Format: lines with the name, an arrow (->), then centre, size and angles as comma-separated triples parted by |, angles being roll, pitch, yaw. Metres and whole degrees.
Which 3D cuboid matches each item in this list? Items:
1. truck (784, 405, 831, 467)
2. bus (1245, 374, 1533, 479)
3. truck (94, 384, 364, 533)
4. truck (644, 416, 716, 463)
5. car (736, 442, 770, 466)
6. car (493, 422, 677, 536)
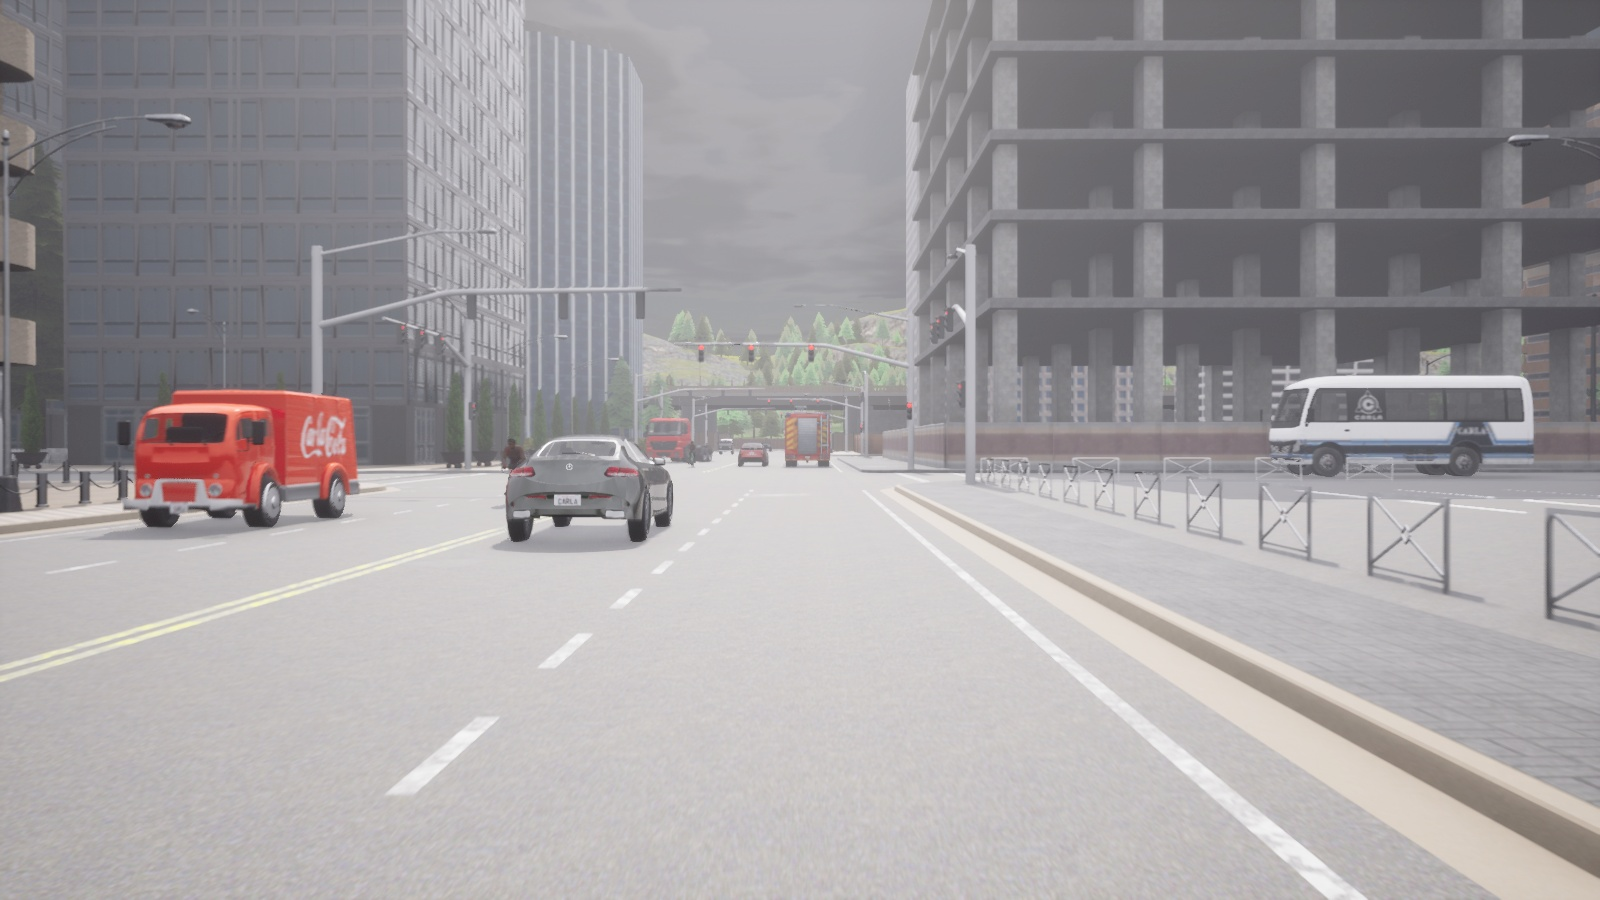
truck -> 0.482, -0.879, 81.920 | 2.891, 3.827, 8.468 | 0, 0, 0
bus -> 24.660, -0.964, 53.058 | 10.273, 4.253, 3.944 | 0, 0, 0
truck -> -10.351, 0.120, 23.388 | 2.627, 2.467, 5.204 | 0, 0, 0
truck -> -9.158, -0.788, 96.855 | 2.891, 3.462, 7.936 | 0, 0, 15
car -> -3.022, 0.233, 81.305 | 2.007, 1.525, 4.514 | 0, 0, 0
car -> -3.366, 0.406, 20.765 | 2.152, 1.651, 5.027 | 0, 0, 0
